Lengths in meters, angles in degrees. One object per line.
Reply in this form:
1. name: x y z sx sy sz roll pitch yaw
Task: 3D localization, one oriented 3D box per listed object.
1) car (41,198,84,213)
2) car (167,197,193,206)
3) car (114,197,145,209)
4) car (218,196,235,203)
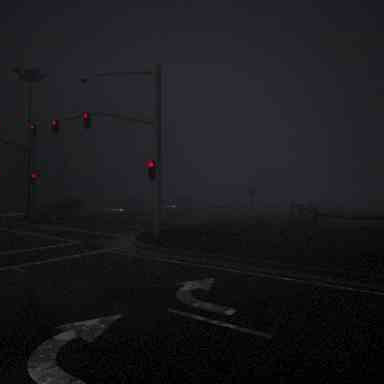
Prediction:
1. car: -14.636 1.491 37.926 2.128 1.511 4.902 0 0 36
2. car: -1.936 1.546 56.058 2.033 1.411 5.357 0 0 34
3. car: -8.656 1.505 46.423 1.837 1.490 4.892 0 0 35
4. car: 7.170 1.565 68.739 1.994 1.385 4.181 0 0 36
